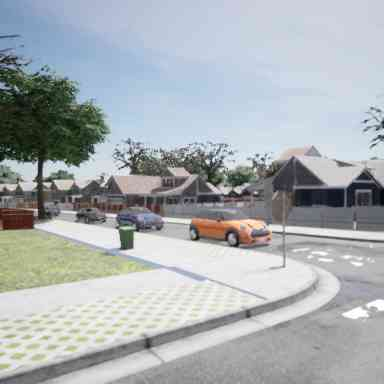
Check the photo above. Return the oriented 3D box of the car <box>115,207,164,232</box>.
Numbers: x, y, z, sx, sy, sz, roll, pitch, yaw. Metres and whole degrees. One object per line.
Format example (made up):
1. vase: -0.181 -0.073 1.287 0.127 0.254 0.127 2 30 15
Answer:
1. car: -3.974 1.916 24.838 2.097 1.767 4.553 0 -1 -36

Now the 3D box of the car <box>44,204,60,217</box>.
1. car: -19.793 2.718 45.756 1.837 1.490 4.892 0 -2 -39

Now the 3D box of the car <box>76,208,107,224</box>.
1. car: -10.072 2.328 33.091 1.837 1.490 4.892 0 -1 -37

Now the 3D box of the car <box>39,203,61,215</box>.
1. car: -23.323 2.740 54.496 2.097 1.767 4.553 0 -1 -41

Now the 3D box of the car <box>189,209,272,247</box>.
1. car: 1.822 1.657 16.853 2.097 1.767 4.553 0 -1 -36
